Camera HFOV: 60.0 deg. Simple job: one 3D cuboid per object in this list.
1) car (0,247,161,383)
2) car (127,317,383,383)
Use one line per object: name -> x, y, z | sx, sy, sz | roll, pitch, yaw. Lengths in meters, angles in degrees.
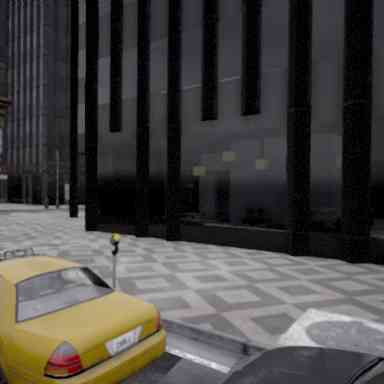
car -> -2.601, 1.473, 4.733 | 4.829, 1.417, 1.752 | 1, 1, 35
car -> 2.006, 1.557, 1.558 | 4.403, 1.369, 2.008 | 1, 1, 35
